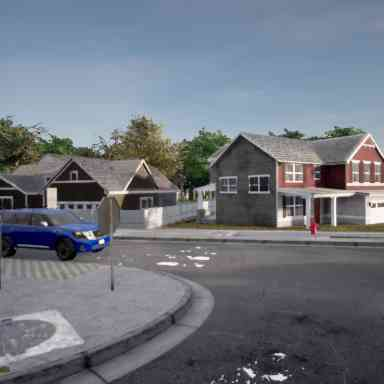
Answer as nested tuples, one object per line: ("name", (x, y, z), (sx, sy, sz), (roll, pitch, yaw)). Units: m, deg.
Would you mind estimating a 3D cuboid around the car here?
("car", (-6.328, 1.768, 14.821), (5.566, 2.045, 2.150), (-1, 0, 22))
